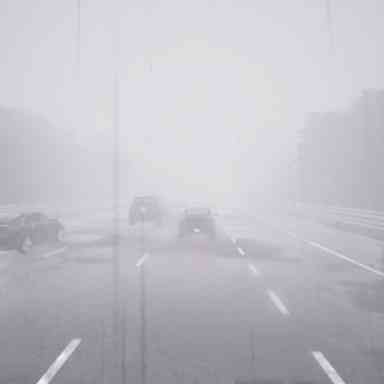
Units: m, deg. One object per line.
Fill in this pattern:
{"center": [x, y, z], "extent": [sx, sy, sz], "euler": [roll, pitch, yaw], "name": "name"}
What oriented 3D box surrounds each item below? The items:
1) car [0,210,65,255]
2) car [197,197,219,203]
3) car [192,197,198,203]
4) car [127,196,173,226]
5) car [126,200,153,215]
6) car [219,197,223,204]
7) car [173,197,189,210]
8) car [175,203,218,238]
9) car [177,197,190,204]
{"center": [-6.812, 1.511, 13.425], "extent": [1.837, 1.490, 4.892], "euler": [0, 0, 2], "name": "car"}
{"center": [2.390, 1.652, 47.990], "extent": [2.128, 1.511, 4.902], "euler": [0, 0, 6], "name": "car"}
{"center": [1.224, 1.795, 67.497], "extent": [2.033, 1.411, 5.357], "euler": [0, 0, 8], "name": "car"}
{"center": [-2.950, 1.277, 23.801], "extent": [2.150, 2.045, 5.566], "euler": [0, 0, 3], "name": "car"}
{"center": [-5.643, 1.644, 36.368], "extent": [1.994, 1.385, 4.181], "euler": [0, 0, 4], "name": "car"}
{"center": [5.861, 1.863, 74.759], "extent": [1.994, 1.385, 4.181], "euler": [0, 0, 9], "name": "car"}
{"center": [-1.491, 1.729, 44.671], "extent": [1.895, 1.301, 4.718], "euler": [0, 0, 5], "name": "car"}
{"center": [0.326, 1.561, 18.078], "extent": [1.837, 1.490, 4.892], "euler": [0, 0, 2], "name": "car"}
{"center": [-1.779, 1.776, 71.162], "extent": [1.812, 1.442, 4.674], "euler": [0, 0, 8], "name": "car"}
